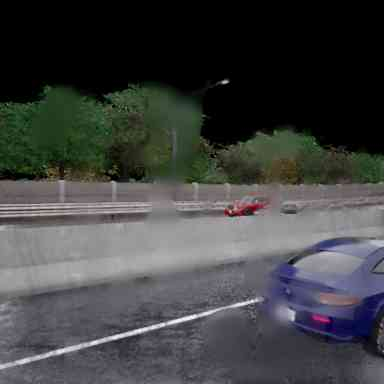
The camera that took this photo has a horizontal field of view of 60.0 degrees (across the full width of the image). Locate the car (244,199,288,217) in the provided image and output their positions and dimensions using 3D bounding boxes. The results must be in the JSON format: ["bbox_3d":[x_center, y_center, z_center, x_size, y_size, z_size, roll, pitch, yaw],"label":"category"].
[{"bbox_3d":[6.822,1.558,26.005,4.902,1.511,2.128,0,0,-35],"label":"car"}]

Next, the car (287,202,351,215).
[{"bbox_3d":[9.365,1.560,23.518,4.902,1.511,2.128,0,0,-35],"label":"car"}]

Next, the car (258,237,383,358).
[{"bbox_3d":[3.199,1.553,6.015,4.674,1.442,1.812,0,0,-35],"label":"car"}]

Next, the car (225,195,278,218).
[{"bbox_3d":[5.454,1.290,29.325,5.566,2.045,2.150,0,0,-35],"label":"car"}]
